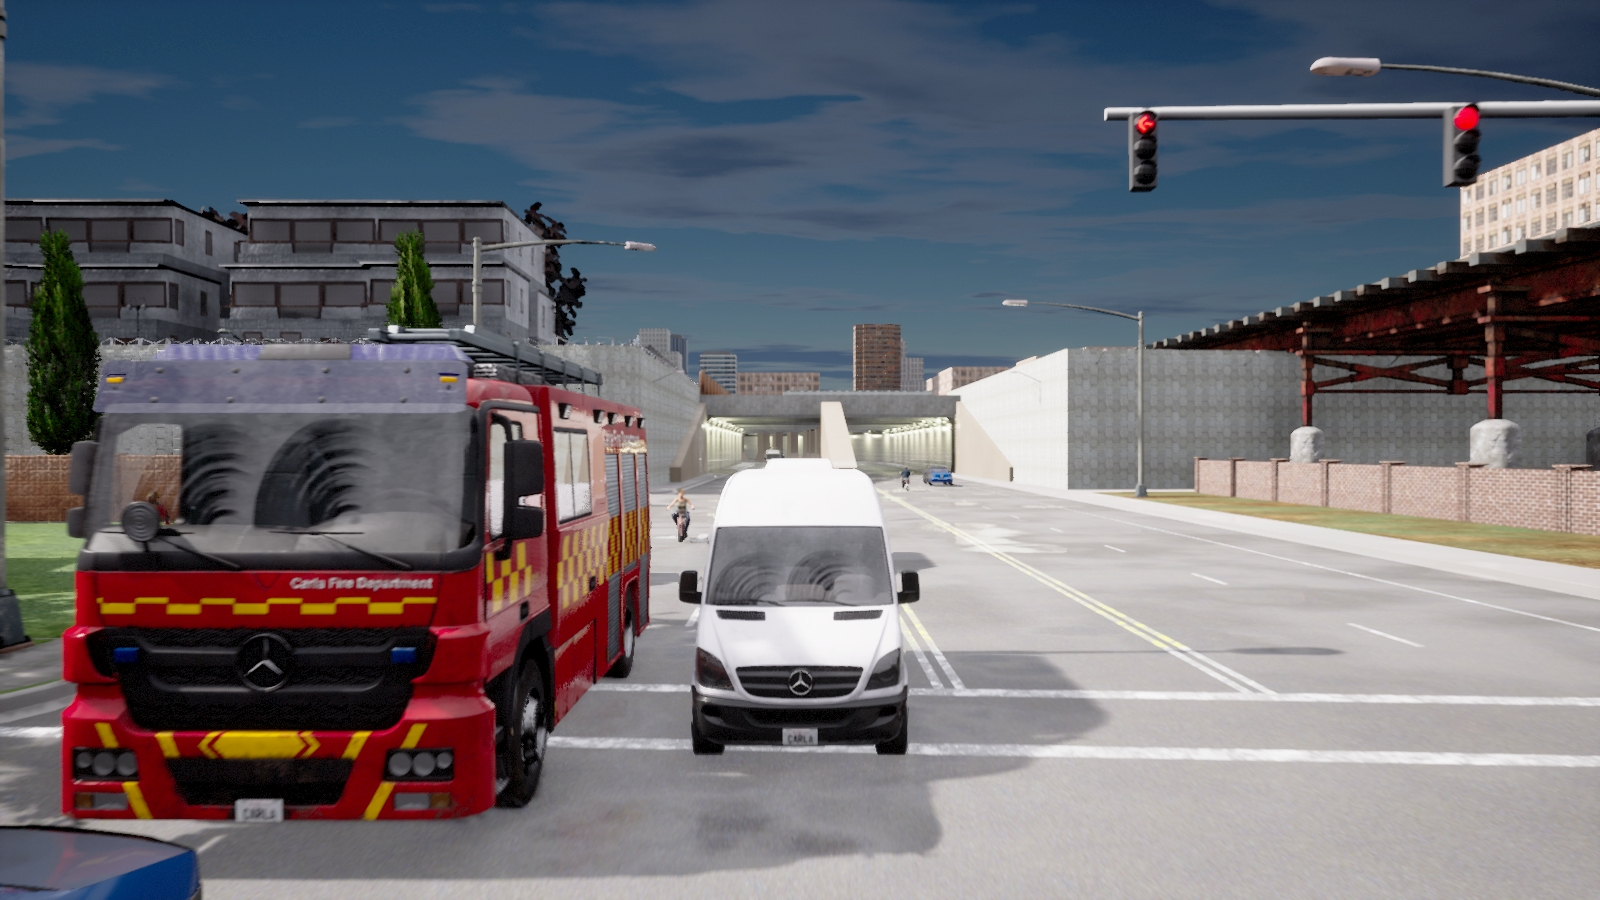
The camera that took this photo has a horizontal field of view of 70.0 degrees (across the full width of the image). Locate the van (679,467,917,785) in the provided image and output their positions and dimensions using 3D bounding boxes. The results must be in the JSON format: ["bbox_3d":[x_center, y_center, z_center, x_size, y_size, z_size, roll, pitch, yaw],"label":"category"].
[{"bbox_3d":[-0.012,1.512,12.505,1.988,2.561,5.915,0,0,0],"label":"van"}]

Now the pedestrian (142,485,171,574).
[{"bbox_3d":[-13.632,1.677,24.195,0.375,1.860,0.375,0,0,20],"label":"pedestrian"}]

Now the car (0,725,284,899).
[{"bbox_3d":[-3.969,2.095,3.030,2.033,1.411,5.357,0,0,11],"label":"car"}]

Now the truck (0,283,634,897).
[{"bbox_3d":[-3.737,0.873,11.370,2.891,3.827,8.468,0,0,0],"label":"truck"}]

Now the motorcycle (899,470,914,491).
[{"bbox_3d":[7.003,2.004,75.290,0.856,1.341,1.805,0,0,0],"label":"motorcycle"}]
